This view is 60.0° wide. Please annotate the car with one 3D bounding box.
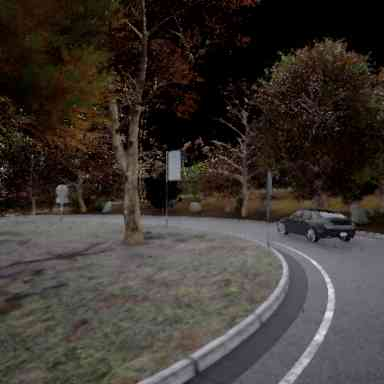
[{"bbox_3d":[6.084,1.612,16.807,1.837,1.490,4.892,1,-1,-12],"label":"car"}]
